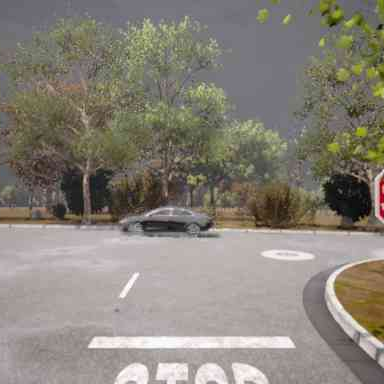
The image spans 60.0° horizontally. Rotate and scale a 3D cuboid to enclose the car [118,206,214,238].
[{"bbox_3d":[-1.316,1.488,17.322,4.902,1.511,2.128,1,0,0],"label":"car"}]
